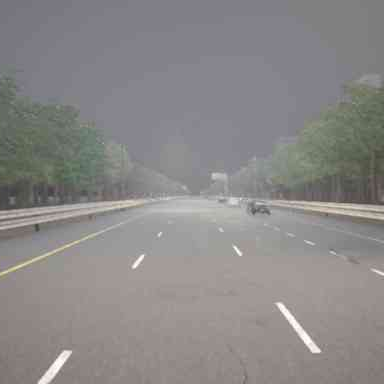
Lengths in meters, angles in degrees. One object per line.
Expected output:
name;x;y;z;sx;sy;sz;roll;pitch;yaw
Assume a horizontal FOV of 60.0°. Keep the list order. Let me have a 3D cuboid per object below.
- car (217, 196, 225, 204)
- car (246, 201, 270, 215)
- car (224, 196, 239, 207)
car;7.394;2.071;82.794;1.882;1.535;5.008;0;-1;1
car;7.078;1.701;35.729;1.812;1.442;4.674;0;-1;0
car;7.201;1.894;58.598;1.812;1.442;4.674;0;-1;0
